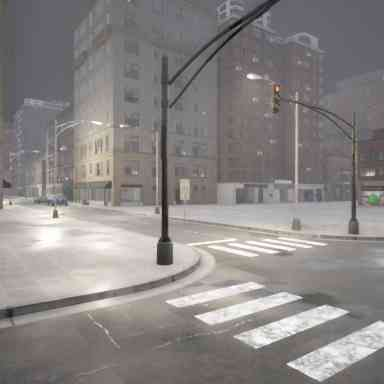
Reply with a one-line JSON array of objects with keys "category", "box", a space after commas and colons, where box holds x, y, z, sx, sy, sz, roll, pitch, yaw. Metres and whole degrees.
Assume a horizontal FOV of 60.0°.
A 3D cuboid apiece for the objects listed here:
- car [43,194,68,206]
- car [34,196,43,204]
[{"category": "car", "box": [-19.624, 1.119, 48.205, 2.097, 1.767, 4.553, 0, 0, -36]}, {"category": "car", "box": [-25.417, 1.287, 56.319, 1.994, 1.385, 4.181, 0, 0, -36]}]
